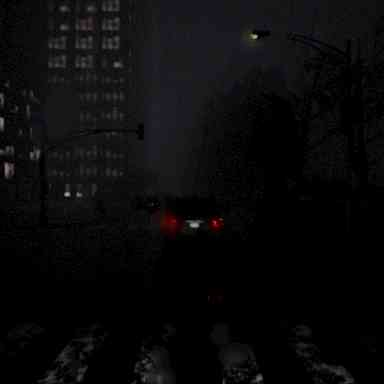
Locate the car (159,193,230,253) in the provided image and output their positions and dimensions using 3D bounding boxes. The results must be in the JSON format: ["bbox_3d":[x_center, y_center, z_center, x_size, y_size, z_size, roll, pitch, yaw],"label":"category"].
[{"bbox_3d":[0.085,1.194,13.689,2.150,2.045,5.566,0,0,0],"label":"car"}]

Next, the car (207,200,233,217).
[{"bbox_3d":[2.546,1.487,31.066,2.008,1.369,4.403,0,0,0],"label":"car"}]

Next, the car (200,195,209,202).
[{"bbox_3d":[2.703,1.336,74.306,1.837,1.490,4.892,0,0,0],"label":"car"}]

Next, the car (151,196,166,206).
[{"bbox_3d":[-5.348,1.430,53.250,1.887,1.381,4.507,0,0,0],"label":"car"}]

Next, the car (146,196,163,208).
[{"bbox_3d":[-5.345,1.339,47.705,1.967,1.590,4.097,0,0,0],"label":"car"}]

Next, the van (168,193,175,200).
[{"bbox_3d":[-5.368,1.139,86.519,1.690,1.788,3.998,0,0,0],"label":"van"}]

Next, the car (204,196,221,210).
[{"bbox_3d":[2.539,1.351,42.157,1.967,1.590,4.097,0,0,0],"label":"car"}]

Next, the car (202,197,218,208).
[{"bbox_3d":[2.536,1.464,47.702,1.947,1.339,4.313,0,0,0],"label":"car"}]

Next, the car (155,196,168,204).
[{"bbox_3d":[-5.351,1.437,58.795,1.947,1.339,4.313,0,0,0],"label":"car"}]

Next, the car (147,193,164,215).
[{"bbox_3d":[-2.866,1.152,33.412,2.150,2.045,5.566,0,0,0],"label":"car"}]

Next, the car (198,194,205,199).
[{"bbox_3d":[2.509,1.327,92.064,1.887,1.381,4.507,0,0,0],"label":"car"}]

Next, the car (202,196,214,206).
[{"bbox_3d":[2.532,1.410,53.417,1.752,1.417,4.829,0,0,0],"label":"car"}]

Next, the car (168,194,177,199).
[{"bbox_3d":[-5.372,1.333,92.065,2.008,1.369,4.403,0,0,0],"label":"car"}]

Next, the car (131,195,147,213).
[{"bbox_3d":[-5.338,1.239,36.615,2.192,1.841,5.009,0,0,0],"label":"car"}]

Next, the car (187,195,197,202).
[{"bbox_3d":[-0.043,1.271,69.006,2.033,1.411,5.357,0,0,0],"label":"car"}]

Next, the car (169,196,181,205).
[{"bbox_3d":[-2.823,1.384,56.247,1.837,1.490,4.892,0,0,0],"label":"car"}]
